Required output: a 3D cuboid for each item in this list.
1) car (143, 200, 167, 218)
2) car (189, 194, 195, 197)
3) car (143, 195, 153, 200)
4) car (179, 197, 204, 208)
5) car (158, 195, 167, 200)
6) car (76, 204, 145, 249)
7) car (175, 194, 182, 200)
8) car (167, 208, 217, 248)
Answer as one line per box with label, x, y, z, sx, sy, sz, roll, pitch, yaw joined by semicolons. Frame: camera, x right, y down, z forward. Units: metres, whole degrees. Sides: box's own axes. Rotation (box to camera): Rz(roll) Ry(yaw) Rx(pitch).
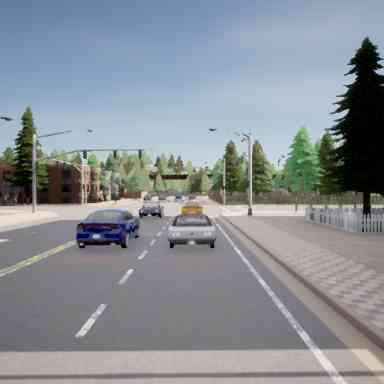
car;-3.500;1.615;29.680;1.895;1.301;4.718;0;0;0
car;0.000;1.372;87.032;2.128;1.511;4.902;0;0;0
car;-10.500;1.450;79.035;1.837;1.490;4.892;0;0;0
car;0.000;1.483;29.650;1.882;1.535;5.008;0;0;0
car;-7.000;1.450;79.033;1.837;1.490;4.892;0;0;0
car;-3.500;1.483;14.650;1.882;1.535;5.008;0;0;0
car;-3.500;1.347;87.032;1.837;1.490;4.892;0;0;0
car;0.000;1.614;14.680;1.895;1.301;4.718;0;0;0
